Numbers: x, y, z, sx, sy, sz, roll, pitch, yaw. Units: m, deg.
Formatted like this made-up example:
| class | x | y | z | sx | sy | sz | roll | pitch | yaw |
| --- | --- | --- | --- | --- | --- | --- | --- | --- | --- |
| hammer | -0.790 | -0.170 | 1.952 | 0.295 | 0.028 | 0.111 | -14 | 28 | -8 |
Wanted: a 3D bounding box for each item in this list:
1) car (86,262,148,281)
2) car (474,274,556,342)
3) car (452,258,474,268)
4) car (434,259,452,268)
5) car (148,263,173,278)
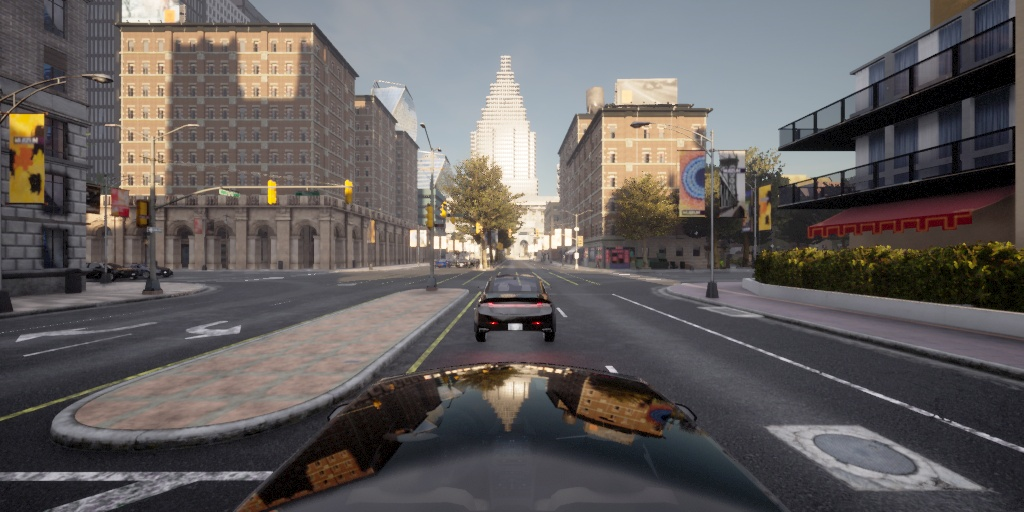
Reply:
| class | x | y | z | sx | sy | sz | roll | pitch | yaw |
| --- | --- | --- | --- | --- | --- | --- | --- | --- | --- |
| car | -33.345 | 1.228 | 29.200 | 5.008 | 1.535 | 1.882 | 0 | 0 | 0 |
| car | 0.080 | 1.242 | 9.776 | 2.128 | 1.511 | 4.902 | 0 | 0 | 0 |
| car | -8.052 | 1.241 | 59.593 | 2.128 | 1.511 | 4.902 | 0 | 0 | 0 |
| car | -11.549 | 1.227 | 60.008 | 1.882 | 1.535 | 5.008 | 0 | 0 | 0 |
| car | -33.633 | 1.314 | 32.693 | 4.181 | 1.385 | 1.994 | 0 | 0 | -1 |
